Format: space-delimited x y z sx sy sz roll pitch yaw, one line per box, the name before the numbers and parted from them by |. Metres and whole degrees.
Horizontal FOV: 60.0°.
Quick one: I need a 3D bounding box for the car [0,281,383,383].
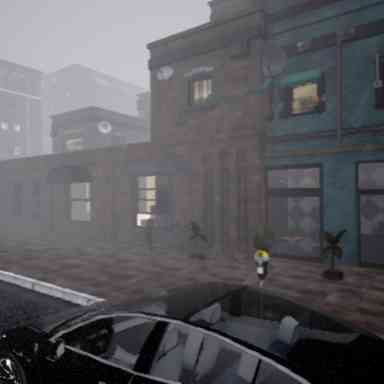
car | -0.116 1.565 3.125 4.313 1.339 1.947 0 0 36
